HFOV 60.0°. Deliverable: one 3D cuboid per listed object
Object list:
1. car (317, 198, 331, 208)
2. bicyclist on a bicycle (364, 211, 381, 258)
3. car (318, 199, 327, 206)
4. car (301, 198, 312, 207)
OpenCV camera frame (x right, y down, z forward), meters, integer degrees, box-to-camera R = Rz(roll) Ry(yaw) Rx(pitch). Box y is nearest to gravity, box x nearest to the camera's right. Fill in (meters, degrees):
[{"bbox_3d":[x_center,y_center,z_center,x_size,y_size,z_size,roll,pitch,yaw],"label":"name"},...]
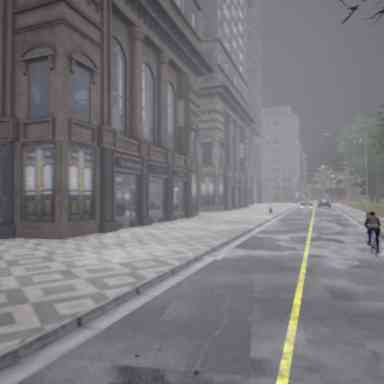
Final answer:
[{"bbox_3d":[23.372,1.873,58.874,2.097,1.767,4.553,-1,-1,21],"label":"car"},{"bbox_3d":[6.611,1.526,12.143,0.582,1.620,1.656,-1,-1,21],"label":"bicyclist on a bicycle"},{"bbox_3d":[27.361,2.182,69.776,1.812,1.442,4.674,-1,-1,21],"label":"car"},{"bbox_3d":[22.878,1.998,66.378,2.097,1.767,4.553,-1,-1,21],"label":"car"}]
